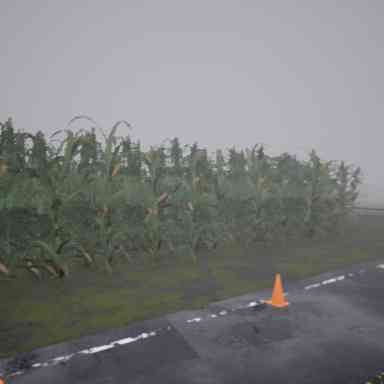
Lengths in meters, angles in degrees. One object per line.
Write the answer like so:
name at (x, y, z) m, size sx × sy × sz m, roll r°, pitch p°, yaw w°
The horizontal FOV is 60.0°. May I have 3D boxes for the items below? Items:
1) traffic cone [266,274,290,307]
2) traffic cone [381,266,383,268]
traffic cone at (1.726, 1.931, 6.648) m, size 0.340 × 0.580 × 0.340 m, roll 0°, pitch 0°, yaw -36°
traffic cone at (5.715, 1.904, 9.615) m, size 0.340 × 0.580 × 0.340 m, roll 0°, pitch 0°, yaw -37°
